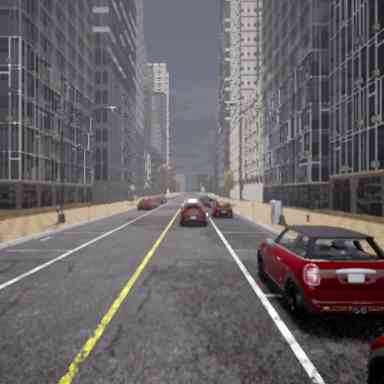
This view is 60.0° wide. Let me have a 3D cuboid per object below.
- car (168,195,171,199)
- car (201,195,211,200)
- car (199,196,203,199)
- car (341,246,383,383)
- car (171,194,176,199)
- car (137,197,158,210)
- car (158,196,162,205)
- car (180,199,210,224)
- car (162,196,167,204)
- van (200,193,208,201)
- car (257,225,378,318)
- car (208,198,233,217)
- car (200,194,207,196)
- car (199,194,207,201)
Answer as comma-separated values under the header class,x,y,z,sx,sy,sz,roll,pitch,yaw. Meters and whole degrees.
class,x,y,z,sx,sy,sz,roll,pitch,yaw
car,-5.721,1.450,64.314,1.947,1.339,4.313,0,0,0
car,2.668,1.490,47.233,1.947,1.339,4.313,0,0,0
car,0.080,1.537,41.971,1.895,1.301,4.718,0,0,0
car,2.691,1.438,1.694,1.967,1.590,4.097,0,0,0
car,-5.734,1.326,92.607,1.752,1.417,4.829,0,0,0
car,-5.709,1.482,41.543,1.887,1.381,4.507,0,0,0
car,-5.712,1.507,47.237,1.802,1.307,4.206,0,0,0
car,0.088,1.495,24.044,1.812,1.442,4.674,0,0,0
car,-5.717,1.443,58.621,1.887,1.381,4.507,0,0,0
van,2.655,1.193,75.695,1.690,1.788,3.998,0,0,0
car,2.688,1.432,7.386,1.967,1.590,4.097,0,0,0
car,2.677,1.504,30.156,1.887,1.381,4.507,0,0,0
car,2.663,1.464,58.617,1.947,1.339,4.313,0,0,0
car,2.653,1.276,81.386,1.967,1.590,4.097,0,0,0
